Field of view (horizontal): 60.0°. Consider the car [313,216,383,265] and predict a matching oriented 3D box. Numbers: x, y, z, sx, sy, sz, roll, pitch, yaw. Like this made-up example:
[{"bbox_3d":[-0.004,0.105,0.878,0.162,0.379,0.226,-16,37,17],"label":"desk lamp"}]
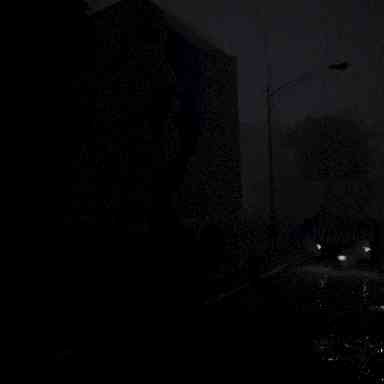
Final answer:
[{"bbox_3d":[6.034,1.641,12.441,2.033,1.411,5.357,-2,-1,33],"label":"car"}]
